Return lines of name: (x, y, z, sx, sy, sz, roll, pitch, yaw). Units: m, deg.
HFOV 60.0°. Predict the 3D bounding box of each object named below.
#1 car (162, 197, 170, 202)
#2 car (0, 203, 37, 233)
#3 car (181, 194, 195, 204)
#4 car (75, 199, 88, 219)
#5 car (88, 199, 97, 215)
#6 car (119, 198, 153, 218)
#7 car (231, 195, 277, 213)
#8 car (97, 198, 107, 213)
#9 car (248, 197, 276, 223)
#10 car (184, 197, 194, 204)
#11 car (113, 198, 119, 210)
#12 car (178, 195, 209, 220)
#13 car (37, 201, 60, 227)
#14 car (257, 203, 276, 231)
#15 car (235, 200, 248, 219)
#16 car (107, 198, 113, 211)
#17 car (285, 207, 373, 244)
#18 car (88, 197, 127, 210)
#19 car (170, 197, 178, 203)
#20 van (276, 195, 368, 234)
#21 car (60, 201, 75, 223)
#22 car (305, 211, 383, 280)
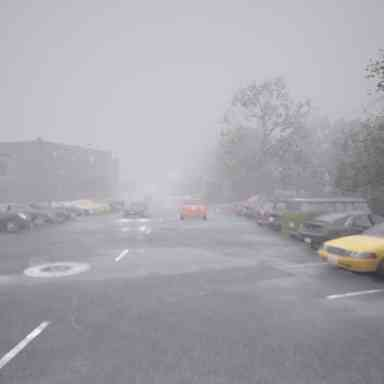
car: (-5.640, 2.079, 91.188, 2.097, 1.535, 5.008, -1, -1, -27)
car: (-11.440, 1.373, 18.599, 4.553, 1.767, 2.185, -1, 0, -20)
car: (-0.985, 1.542, 74.728, 2.435, 2.045, 5.566, 0, -1, -7)
car: (-11.415, 1.519, 27.411, 4.892, 1.521, 2.231, -1, 0, -20)
car: (-11.406, 1.565, 30.341, 4.674, 1.452, 2.002, -1, 0, -20)
car: (-5.065, 1.544, 30.605, 1.837, 1.490, 4.892, 0, 0, 0)
car: (6.388, 1.272, 30.350, 5.566, 2.045, 2.435, 1, 0, -20)
car: (-11.574, 1.531, 33.206, 5.366, 1.575, 1.946, -1, 0, -20)
car: (6.381, 1.376, 21.520, 4.553, 1.767, 2.185, 1, 0, -20)
car: (-0.627, 1.710, 68.741, 2.097, 1.535, 5.008, 0, -1, -1)
car: (-11.408, 1.546, 39.143, 4.892, 1.521, 2.231, -1, 0, -20)
car: (0.110, 1.388, 28.898, 2.097, 1.767, 4.553, 0, 0, 0)
car: (-11.413, 1.505, 21.538, 4.892, 1.521, 2.231, -1, 0, -20)
car: (6.433, 1.527, 18.596, 4.792, 1.488, 2.163, 1, 0, -20)
car: (6.435, 1.546, 27.432, 4.792, 1.488, 2.163, 1, 0, -20)
car: (-11.404, 1.578, 36.210, 4.674, 1.452, 2.002, -1, 0, -20)
car: (6.396, 1.488, 12.697, 4.892, 1.521, 2.231, 1, 0, -20)
car: (-11.395, 1.560, 45.006, 4.892, 1.521, 2.231, -1, 0, -20)
car: (-3.436, 1.987, 85.888, 2.231, 1.521, 4.892, 0, -1, -18)
van: (6.513, 1.268, 15.687, 4.442, 1.987, 1.878, 1, 0, -20)
car: (-11.378, 1.540, 24.485, 4.792, 1.488, 2.163, -1, 0, -20)
car: (6.229, 1.479, 9.687, 5.366, 1.575, 1.946, 1, 0, -20)
